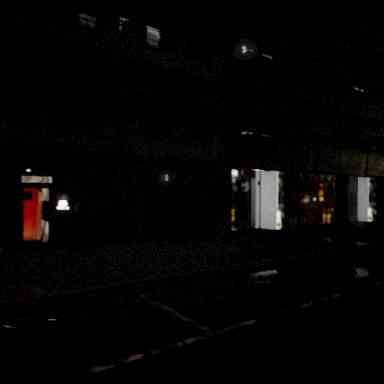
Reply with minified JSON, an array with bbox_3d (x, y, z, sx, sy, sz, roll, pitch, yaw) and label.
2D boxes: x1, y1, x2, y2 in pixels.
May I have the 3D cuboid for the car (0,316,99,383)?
[{"bbox_3d":[-2.827,1.491,1.362,4.892,1.490,1.837,1,0,-35],"label":"car"}]
